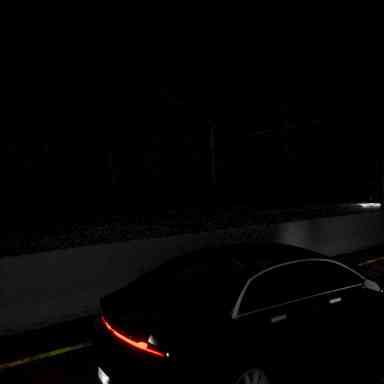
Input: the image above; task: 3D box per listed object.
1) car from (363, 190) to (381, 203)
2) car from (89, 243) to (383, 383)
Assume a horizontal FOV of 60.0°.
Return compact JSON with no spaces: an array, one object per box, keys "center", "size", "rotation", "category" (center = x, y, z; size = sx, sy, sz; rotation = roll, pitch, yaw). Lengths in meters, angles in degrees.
[{"center":[20.104,0.472,35.562],"size":[4.181,1.385,1.994],"rotation":[-2,1,-36],"category":"car"},{"center":[1.134,1.476,4.564],"size":[4.892,1.490,1.837],"rotation":[-1,1,-35],"category":"car"}]
